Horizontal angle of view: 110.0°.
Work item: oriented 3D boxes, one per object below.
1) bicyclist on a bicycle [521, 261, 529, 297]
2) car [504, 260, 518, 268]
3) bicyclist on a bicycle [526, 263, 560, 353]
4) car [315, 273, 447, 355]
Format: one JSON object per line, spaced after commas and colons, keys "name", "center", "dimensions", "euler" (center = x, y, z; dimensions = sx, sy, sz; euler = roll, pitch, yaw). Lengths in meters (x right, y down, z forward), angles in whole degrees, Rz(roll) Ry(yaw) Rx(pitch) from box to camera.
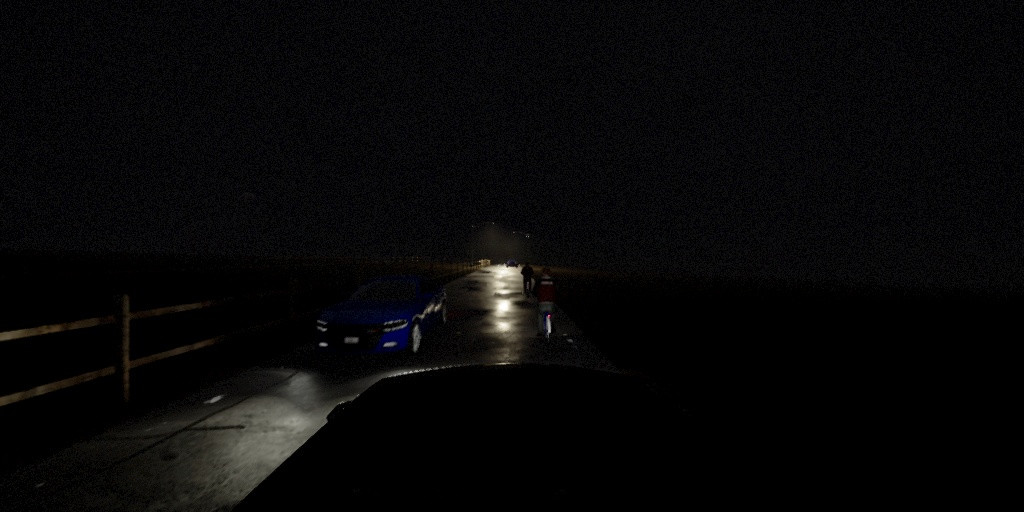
{"name": "bicyclist on a bicycle", "center": [0.722, 1.125, 16.982], "dimensions": [0.659, 1.776, 1.843], "euler": [0, 0, 0]}
{"name": "car", "center": [0.048, 1.351, 61.250], "dimensions": [1.812, 1.442, 4.674], "euler": [0, 0, 0]}
{"name": "bicyclist on a bicycle", "center": [0.743, 1.121, 7.984], "dimensions": [0.659, 1.776, 1.843], "euler": [0, 0, 0]}
{"name": "car", "center": [-2.867, 1.228, 8.894], "dimensions": [1.882, 1.535, 5.008], "euler": [0, 0, 0]}
